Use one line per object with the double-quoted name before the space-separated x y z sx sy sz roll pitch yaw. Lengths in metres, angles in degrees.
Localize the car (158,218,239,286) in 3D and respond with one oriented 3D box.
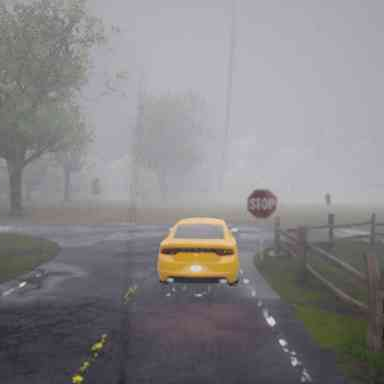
"car" 0.303 1.481 9.549 1.882 1.535 5.008 0 0 5
